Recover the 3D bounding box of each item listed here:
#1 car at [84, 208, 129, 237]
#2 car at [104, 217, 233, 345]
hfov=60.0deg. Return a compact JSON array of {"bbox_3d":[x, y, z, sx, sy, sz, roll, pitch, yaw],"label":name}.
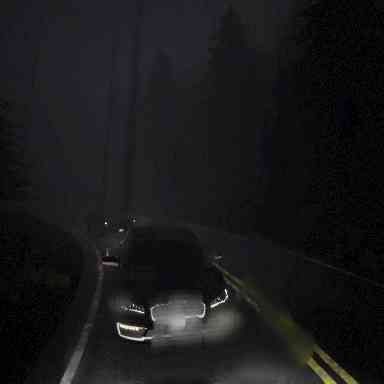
[{"bbox_3d":[-4.620,1.610,18.518,1.895,1.301,4.718,-3,1,-29],"label":"car"},{"bbox_3d":[-0.642,1.494,6.784,1.837,1.490,4.892,-1,0,-11],"label":"car"}]
